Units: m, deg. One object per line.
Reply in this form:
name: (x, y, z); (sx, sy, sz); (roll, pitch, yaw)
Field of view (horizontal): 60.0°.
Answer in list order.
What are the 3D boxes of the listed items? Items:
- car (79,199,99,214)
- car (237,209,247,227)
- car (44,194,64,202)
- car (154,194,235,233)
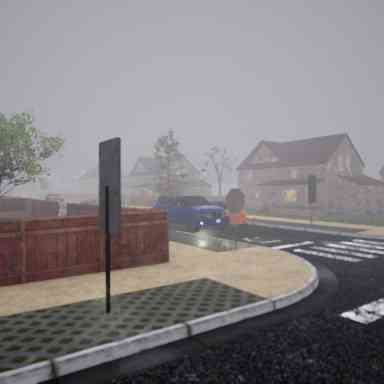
car: (-10.021, 1.416, 33.354); (1.994, 1.385, 4.181); (0, 0, -36)
car: (1.441, 1.266, 21.262); (2.097, 1.767, 4.553); (0, 0, -29)
car: (-19.279, 0.923, 46.421); (1.882, 1.535, 5.008); (0, 0, -36)
car: (-0.221, 1.151, 19.582); (2.150, 2.045, 5.566); (-1, 1, -35)
